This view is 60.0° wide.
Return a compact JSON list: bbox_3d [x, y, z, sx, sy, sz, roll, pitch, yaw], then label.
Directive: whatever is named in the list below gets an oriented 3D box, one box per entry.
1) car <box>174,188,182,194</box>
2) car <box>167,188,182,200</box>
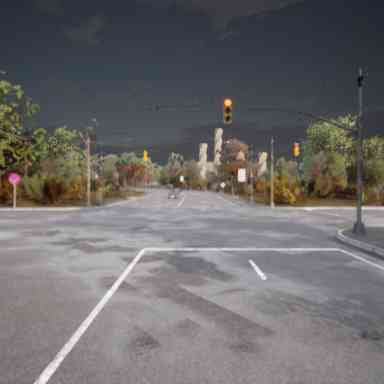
[{"bbox_3d":[-3.677,-0.217,84.839,1.812,1.442,4.674,0,2,-4],"label":"car"},{"bbox_3d":[-3.319,0.588,58.736,2.128,1.511,4.902,0,2,0],"label":"car"}]
